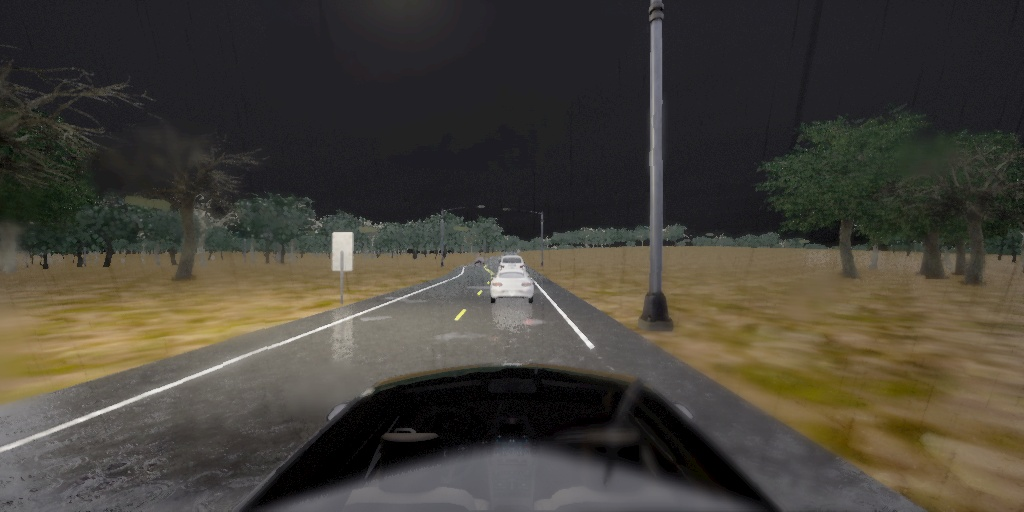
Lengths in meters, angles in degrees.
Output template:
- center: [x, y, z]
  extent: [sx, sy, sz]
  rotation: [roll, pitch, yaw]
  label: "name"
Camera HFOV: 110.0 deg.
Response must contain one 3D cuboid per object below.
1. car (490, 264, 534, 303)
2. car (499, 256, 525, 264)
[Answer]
- center: [0.000, 1.285, 16.500]
  extent: [1.812, 1.442, 4.674]
  rotation: [0, 0, 0]
  label: "car"
- center: [0.000, 1.014, 31.534]
  extent: [2.150, 2.045, 5.566]
  rotation: [0, 0, 0]
  label: "car"
